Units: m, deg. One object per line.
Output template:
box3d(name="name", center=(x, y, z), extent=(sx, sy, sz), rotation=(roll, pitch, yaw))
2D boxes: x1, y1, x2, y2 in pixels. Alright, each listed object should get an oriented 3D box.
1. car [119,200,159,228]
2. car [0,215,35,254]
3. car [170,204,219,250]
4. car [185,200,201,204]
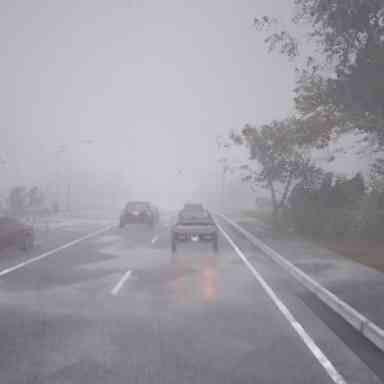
box3d(name="car", center=(-3.392, 1.338, 22.198), extent=(2.097, 1.767, 4.553), rotation=(0, 0, 0))
box3d(name="car", center=(-7.023, 1.519, 11.189), extent=(1.812, 1.442, 4.674), rotation=(0, 0, 1))
box3d(name="car", center=(0.106, 1.481, 14.325), extent=(2.128, 1.511, 4.902), rotation=(0, 0, 0))
box3d(name="car", center=(0.111, 1.499, 31.644), extent=(1.882, 1.535, 5.008), rotation=(0, -1, 0))
